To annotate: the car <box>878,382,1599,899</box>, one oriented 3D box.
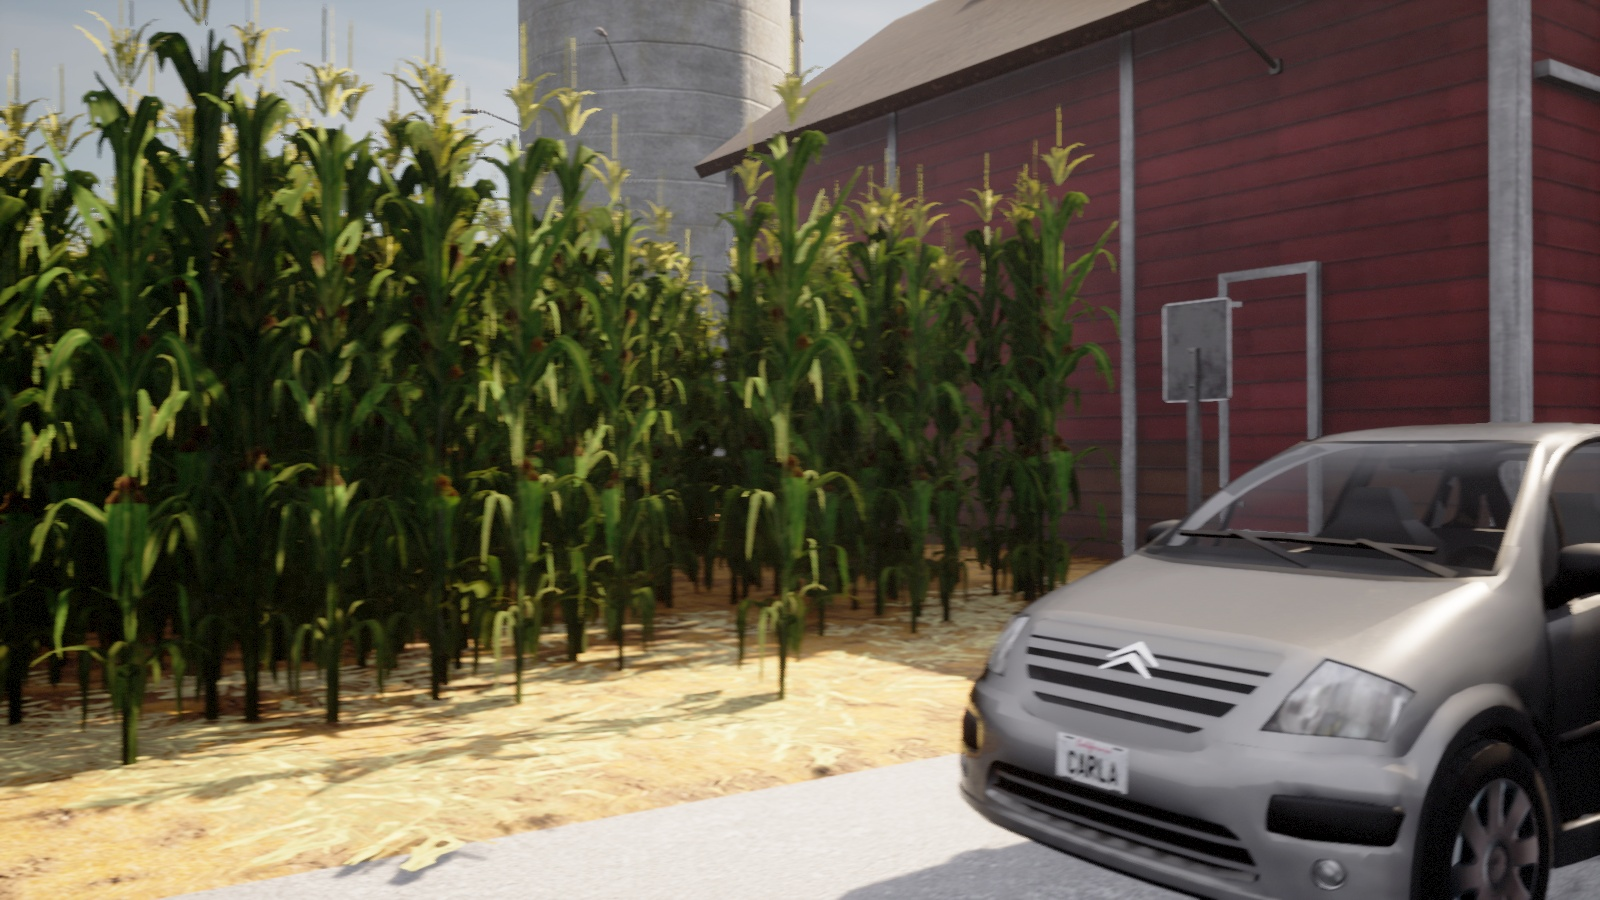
[{"bbox_3d":[2.449,0.642,4.876,3.988,1.617,1.851,0,0,-35],"label":"car"}]
